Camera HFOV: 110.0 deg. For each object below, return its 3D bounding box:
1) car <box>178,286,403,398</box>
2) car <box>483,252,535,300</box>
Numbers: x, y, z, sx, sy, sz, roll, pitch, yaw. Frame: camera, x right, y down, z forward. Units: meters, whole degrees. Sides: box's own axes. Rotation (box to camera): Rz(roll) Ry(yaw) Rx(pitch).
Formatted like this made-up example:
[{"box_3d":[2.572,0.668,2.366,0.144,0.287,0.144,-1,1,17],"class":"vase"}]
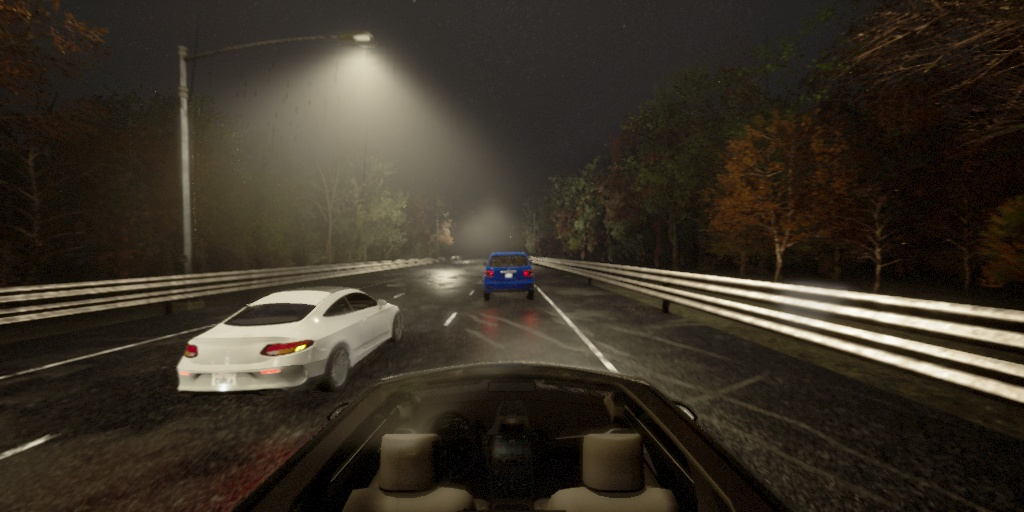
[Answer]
[{"box_3d":[-3.462,1.283,6.574,1.812,1.442,4.674,-1,1,-1],"class":"car"},{"box_3d":[-0.180,0.823,16.846,2.150,2.045,5.566,-1,1,-1],"class":"car"}]
